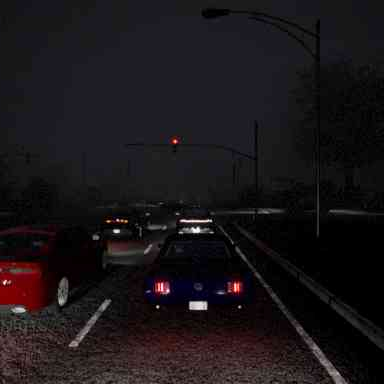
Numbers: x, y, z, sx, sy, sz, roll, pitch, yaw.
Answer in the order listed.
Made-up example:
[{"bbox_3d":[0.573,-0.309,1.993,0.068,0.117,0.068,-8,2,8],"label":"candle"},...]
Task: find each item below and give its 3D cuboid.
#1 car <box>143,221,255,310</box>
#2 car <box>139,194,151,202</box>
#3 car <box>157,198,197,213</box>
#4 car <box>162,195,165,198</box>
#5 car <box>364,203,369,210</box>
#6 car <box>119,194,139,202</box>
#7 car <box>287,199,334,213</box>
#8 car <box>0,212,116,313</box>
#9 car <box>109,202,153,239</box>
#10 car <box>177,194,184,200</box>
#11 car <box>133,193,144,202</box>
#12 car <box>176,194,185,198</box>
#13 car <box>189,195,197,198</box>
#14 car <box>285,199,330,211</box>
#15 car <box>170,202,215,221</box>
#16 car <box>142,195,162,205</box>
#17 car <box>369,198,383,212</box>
[{"bbox_3d":[0.120,1.601,7.741,1.895,1.301,4.718,0,0,0],"label":"car"},{"bbox_3d":[-10.308,1.355,73.411,2.097,1.767,4.553,0,0,0],"label":"car"},{"bbox_3d":[-1.262,1.601,36.162,4.718,1.301,1.895,0,0,41],"label":"car"},{"bbox_3d":[-6.815,1.355,70.753,2.097,1.767,4.553,0,0,0],"label":"car"},{"bbox_3d":[22.860,1.484,39.100,4.902,1.511,2.128,0,0,3],"label":"car"},{"bbox_3d":[-10.452,1.547,53.376,2.033,1.411,5.357,0,0,0],"label":"car"},{"bbox_3d":[12.815,1.491,36.166,4.902,1.511,2.128,0,0,3],"label":"car"},{"bbox_3d":[-3.381,1.478,7.768,1.882,1.535,5.008,0,0,0],"label":"car"},{"bbox_3d":[-3.356,1.505,17.266,1.837,1.490,4.892,0,0,0],"label":"car"},{"bbox_3d":[-3.207,1.328,95.035,1.882,1.535,5.008,0,0,1],"label":"car"},{"bbox_3d":[-10.381,1.216,63.368,2.150,2.045,5.566,0,1,1],"label":"car"},{"bbox_3d":[-3.275,1.532,84.626,2.033,1.411,5.357,0,0,0],"label":"car"},{"bbox_3d":[0.225,1.500,84.631,1.837,1.490,4.892,0,0,0],"label":"car"},{"bbox_3d":[13.684,1.526,39.620,4.674,1.442,1.812,0,0,5],"label":"car"},{"bbox_3d":[0.154,1.491,17.003,2.128,1.511,4.902,0,0,-1],"label":"car"},{"bbox_3d":[-6.930,1.547,58.424,2.033,1.411,5.357,0,0,0],"label":"car"},{"bbox_3d":[22.235,1.470,35.629,5.008,1.535,1.882,0,0,3],"label":"car"}]
